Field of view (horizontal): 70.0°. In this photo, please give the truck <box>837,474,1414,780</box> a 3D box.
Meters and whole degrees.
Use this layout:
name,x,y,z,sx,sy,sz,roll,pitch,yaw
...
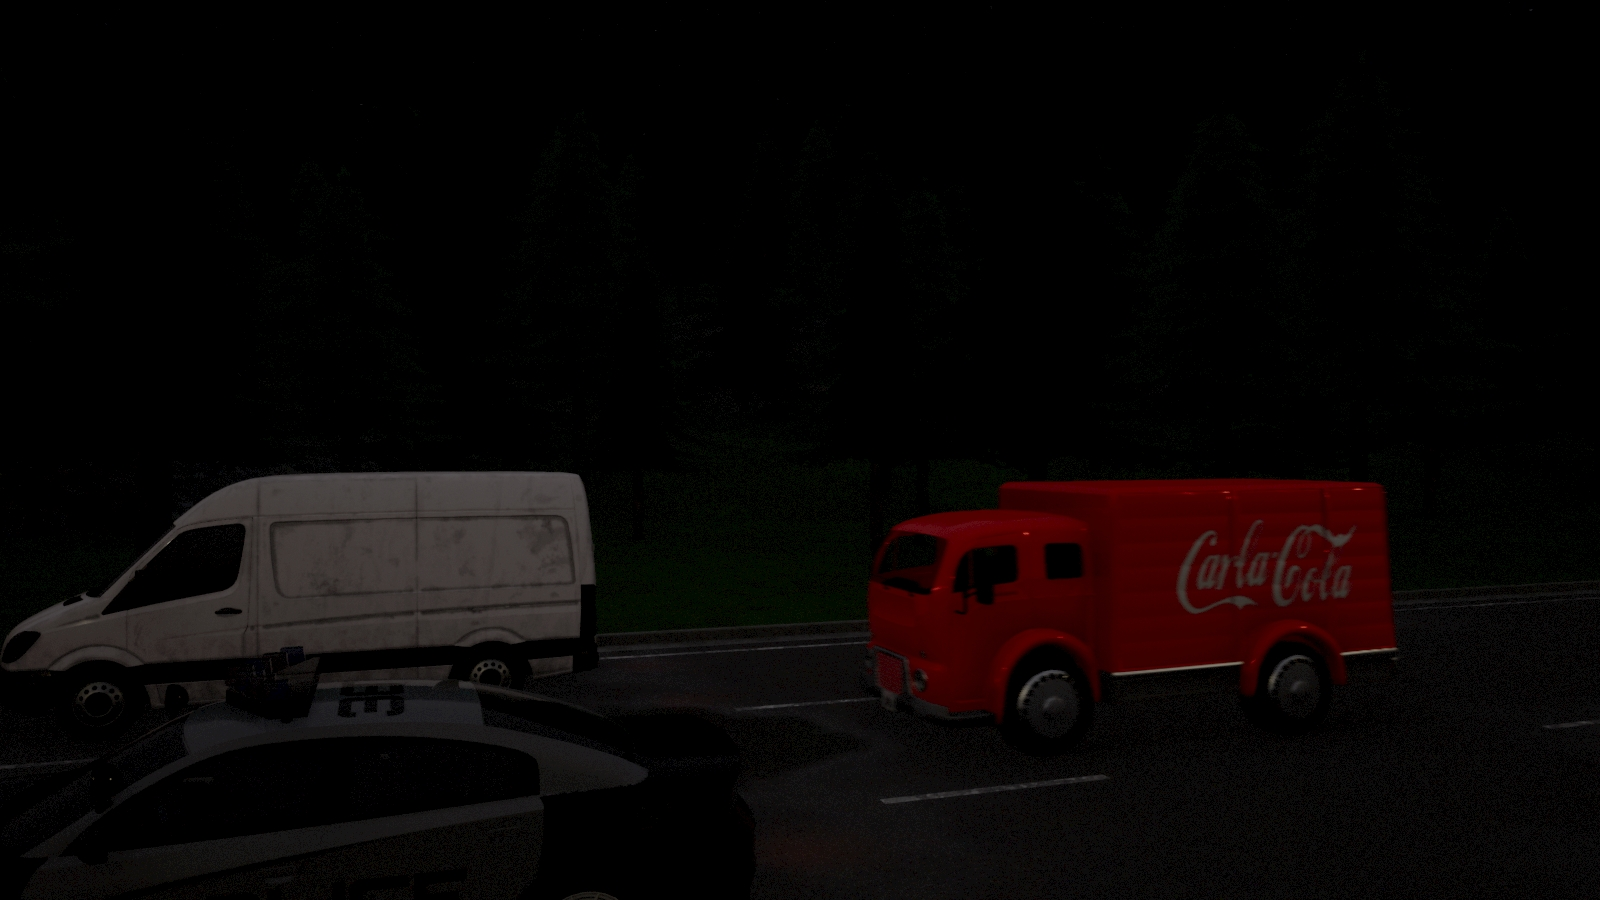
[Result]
name,x,y,z,sx,sy,sz,roll,pitch,yaw
truck,3.305,1.558,11.899,5.204,2.467,2.627,-1,0,-20

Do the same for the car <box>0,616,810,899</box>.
name,x,y,z,sx,sy,sz,roll,pitch,yaw
car,-2.766,1.982,6.136,5.238,1.638,2.097,0,0,-20

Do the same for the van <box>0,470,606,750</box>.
name,x,y,z,sx,sy,sz,roll,pitch,yaw
van,-5.250,1.534,12.548,5.915,2.561,1.988,0,0,-19
